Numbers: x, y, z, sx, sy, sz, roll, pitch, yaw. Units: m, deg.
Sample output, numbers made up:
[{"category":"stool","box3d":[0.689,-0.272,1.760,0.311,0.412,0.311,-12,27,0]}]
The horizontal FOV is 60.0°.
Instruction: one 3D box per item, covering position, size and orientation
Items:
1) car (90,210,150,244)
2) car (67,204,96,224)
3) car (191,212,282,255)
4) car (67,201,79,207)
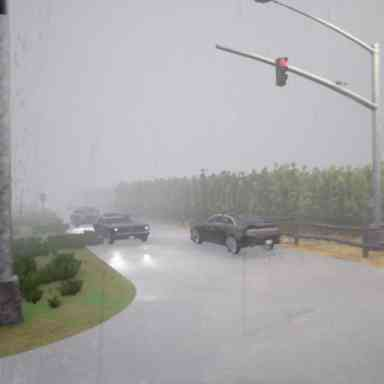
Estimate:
[{"category":"car","box3d":[-3.738,1.797,17.202,1.895,1.301,4.718,0,-1,-27]},{"category":"car","box3d":[-8.253,1.889,26.080,1.994,1.385,4.181,0,-1,-27]},{"category":"car","box3d":[1.647,1.599,14.037,2.128,1.511,4.902,0,-1,-27]},{"category":"car","box3d":[-20.129,2.251,56.615,1.812,1.442,4.674,0,-1,-27]}]
